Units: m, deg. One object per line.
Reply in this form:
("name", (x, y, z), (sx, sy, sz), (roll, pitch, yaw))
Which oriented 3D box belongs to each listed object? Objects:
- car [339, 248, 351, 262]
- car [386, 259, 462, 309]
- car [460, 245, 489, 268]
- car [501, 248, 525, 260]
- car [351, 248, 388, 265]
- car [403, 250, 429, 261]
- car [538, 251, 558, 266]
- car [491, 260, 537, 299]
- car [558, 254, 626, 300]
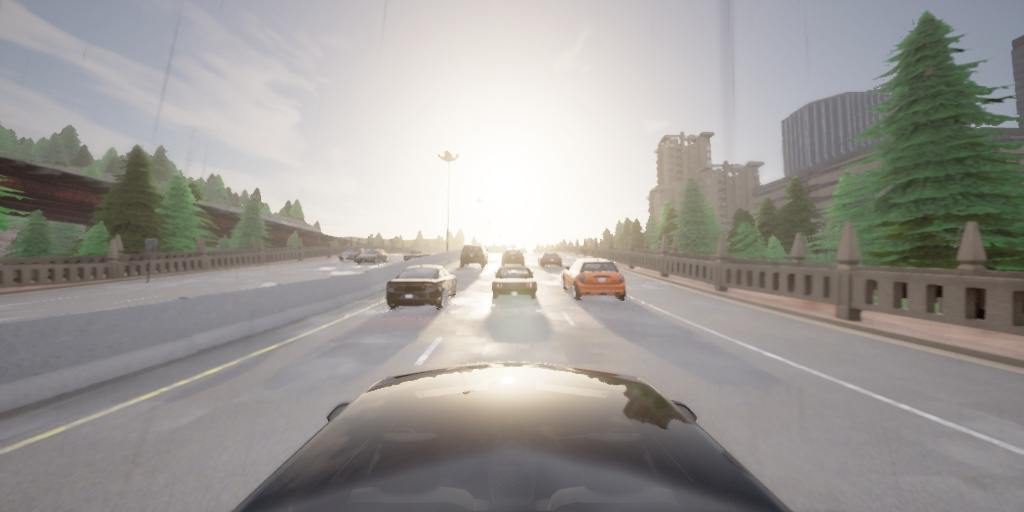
("car", (-17.597, -0.138, 40.172), (2.128, 1.511, 4.902), (0, 3, 0))
("car", (-3.402, 1.090, 14.305), (1.882, 1.535, 5.008), (0, 2, 0))
("car", (-3.403, -0.049, 32.901), (2.150, 2.045, 5.566), (0, 3, 0))
("car", (0.097, 0.046, 33.619), (2.097, 1.767, 4.553), (0, 3, 0))
("car", (-14.099, 0.060, 36.406), (1.837, 1.490, 4.892), (0, 3, 0))
("car", (-10.599, -0.009, 39.797), (1.895, 1.301, 4.718), (0, 3, 0))
("car", (3.597, 0.225, 34.308), (1.994, 1.385, 4.181), (0, 3, 0))
("car", (0.098, 1.122, 16.672), (1.895, 1.301, 4.718), (0, 3, 0))
("car", (3.597, 0.882, 16.456), (2.097, 1.767, 4.553), (0, 2, 0))
